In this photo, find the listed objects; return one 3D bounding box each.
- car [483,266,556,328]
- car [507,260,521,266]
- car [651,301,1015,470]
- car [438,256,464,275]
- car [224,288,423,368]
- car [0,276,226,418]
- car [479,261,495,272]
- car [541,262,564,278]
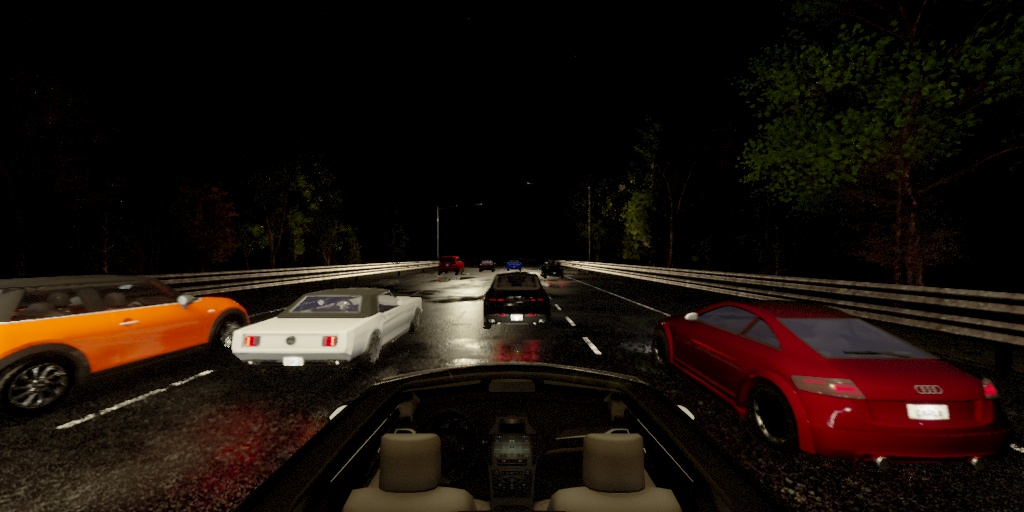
[{"bbox_3d":[0.136,1.266,11.383,1.837,1.490,4.892,0,0,0],"label":"car"},{"bbox_3d":[0.317,1.316,50.224,1.882,1.535,5.008,0,0,0],"label":"car"},{"bbox_3d":[3.612,1.316,5.109,1.994,1.385,4.181,0,0,0],"label":"car"},{"bbox_3d":[-6.731,1.039,40.120,2.150,2.045,5.566,0,0,0],"label":"car"},{"bbox_3d":[-3.386,1.355,7.810,1.895,1.301,4.718,0,0,0],"label":"car"},{"bbox_3d":[-6.901,1.104,6.091,2.097,1.767,4.553,0,0,0],"label":"car"},{"bbox_3d":[-3.199,1.321,46.583,2.128,1.511,4.902,0,0,0],"label":"car"},{"bbox_3d":[3.743,1.294,34.002,2.128,1.511,4.902,0,0,0],"label":"car"}]
